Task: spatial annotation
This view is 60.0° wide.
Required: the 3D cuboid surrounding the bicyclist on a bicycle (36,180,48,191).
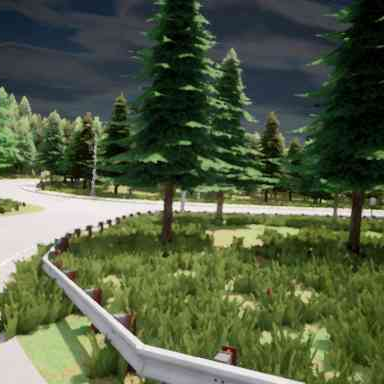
[{"bbox_3d":[-20.325,-0.849,45.015,0.582,1.620,1.656,7,4,41],"label":"bicyclist on a bicycle"}]
